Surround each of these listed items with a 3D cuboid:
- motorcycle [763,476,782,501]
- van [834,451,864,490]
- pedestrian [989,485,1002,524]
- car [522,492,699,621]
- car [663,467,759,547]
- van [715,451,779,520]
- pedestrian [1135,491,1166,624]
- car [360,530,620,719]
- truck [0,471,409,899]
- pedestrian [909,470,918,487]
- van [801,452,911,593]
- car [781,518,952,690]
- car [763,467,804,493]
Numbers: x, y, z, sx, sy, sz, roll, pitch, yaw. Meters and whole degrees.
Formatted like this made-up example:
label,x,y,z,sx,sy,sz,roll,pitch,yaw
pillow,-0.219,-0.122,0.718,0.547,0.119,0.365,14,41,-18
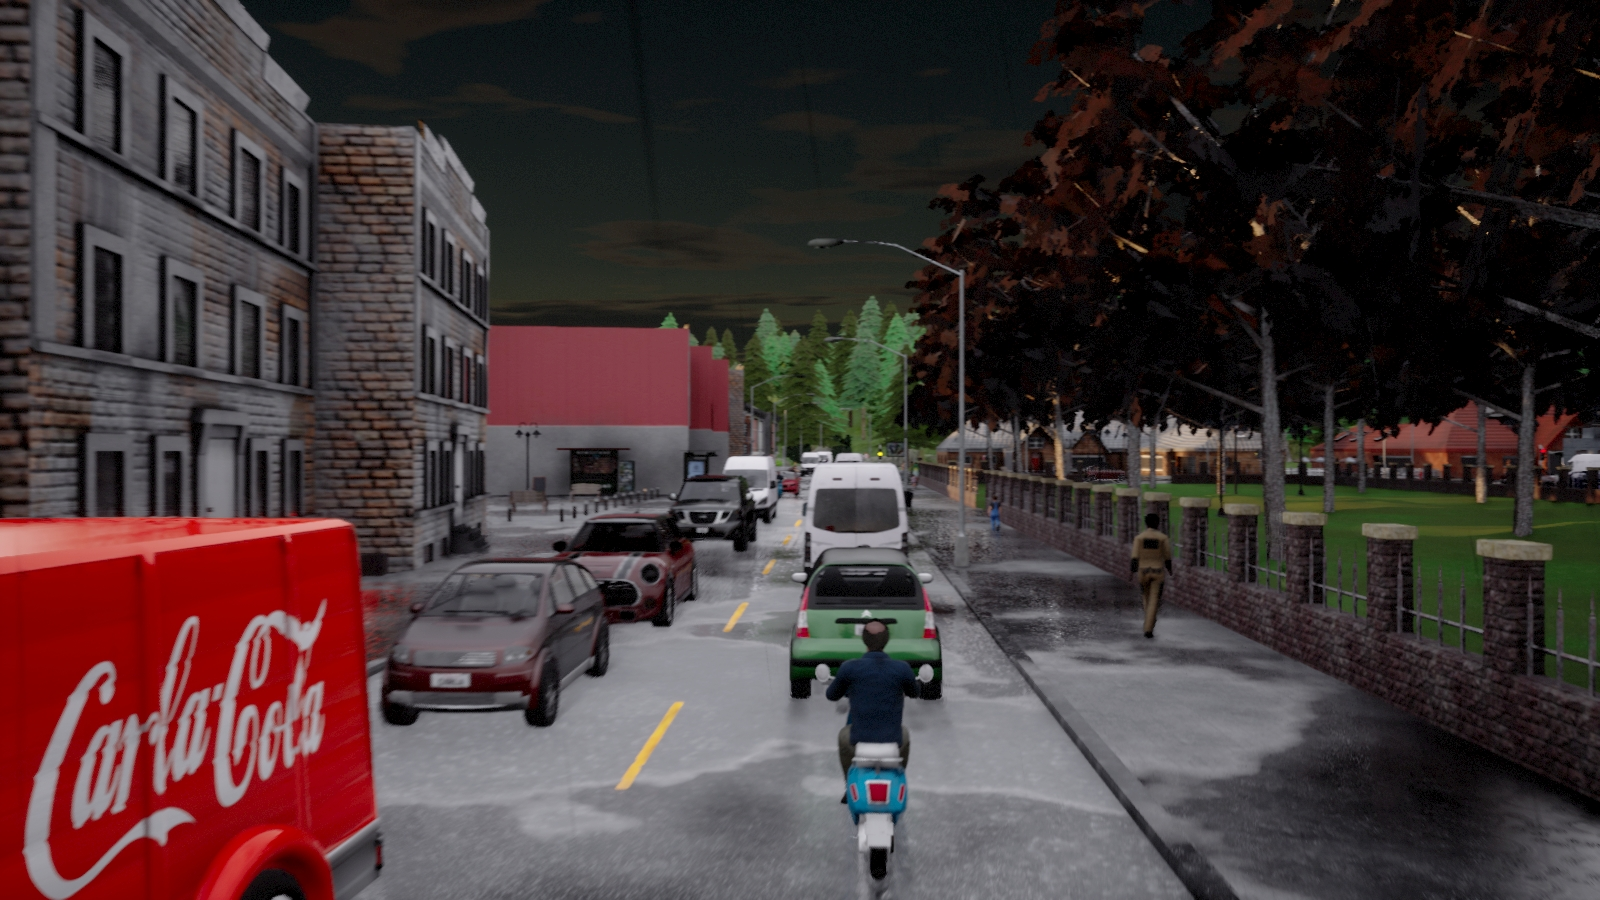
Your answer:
label,x,y,z,sx,sy,sz,roll,pitch,yaw
motorcycle,-1.432,1.988,59.387,0.867,1.251,2.209,0,0,2
van,3.307,1.320,77.595,1.988,2.561,5.915,0,0,2
pedestrian,6.496,1.810,37.925,0.375,1.300,0.375,0,0,2
car,-3.057,1.686,19.465,2.097,1.767,4.553,0,0,2
car,-2.457,1.561,33.161,2.150,2.045,5.566,0,0,2
van,-2.017,1.316,45.140,1.988,2.561,5.915,0,0,2
pedestrian,5.028,1.528,16.376,0.375,1.860,0.375,0,0,24
car,-3.285,1.806,12.859,1.789,1.549,3.705,0,0,2
truck,-3.636,1.349,3.929,2.627,2.467,5.204,0,0,2
pedestrian,7.695,1.912,77.315,0.500,1.100,0.500,0,0,-4
van,1.130,1.316,23.720,1.988,2.561,5.915,0,0,2
car,0.789,1.781,14.352,1.851,1.617,3.988,0,0,2
car,-0.978,1.845,70.576,2.231,1.480,4.892,0,0,2
